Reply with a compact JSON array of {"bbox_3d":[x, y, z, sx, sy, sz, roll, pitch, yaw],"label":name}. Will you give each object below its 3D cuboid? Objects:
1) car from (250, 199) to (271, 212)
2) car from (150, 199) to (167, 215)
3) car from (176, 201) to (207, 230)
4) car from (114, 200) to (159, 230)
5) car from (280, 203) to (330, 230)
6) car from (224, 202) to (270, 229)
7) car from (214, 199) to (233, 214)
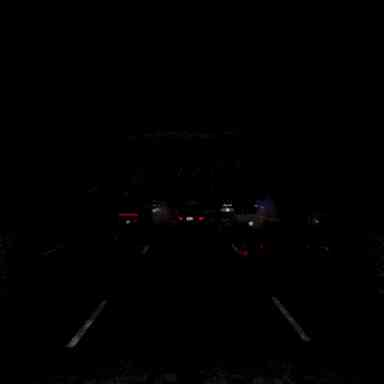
[{"bbox_3d":[6.889,1.469,34.729,1.812,1.442,4.674,0,0,-1],"label":"car"},{"bbox_3d":[-3.588,1.446,33.143,2.128,1.511,4.902,0,0,0],"label":"car"},{"bbox_3d":[-0.049,1.517,20.874,2.033,1.411,5.357,0,0,0],"label":"car"},{"bbox_3d":[-3.548,1.464,20.932,2.128,1.511,4.902,0,0,0],"label":"car"},{"bbox_3d":[6.950,1.455,20.878,2.128,1.511,4.902,0,0,0],"label":"car"},{"bbox_3d":[3.453,1.566,21.579,1.895,1.301,4.718,0,0,0],"label":"car"},{"bbox_3d":[3.397,1.452,34.199,1.837,1.490,4.892,0,0,0],"label":"car"}]
